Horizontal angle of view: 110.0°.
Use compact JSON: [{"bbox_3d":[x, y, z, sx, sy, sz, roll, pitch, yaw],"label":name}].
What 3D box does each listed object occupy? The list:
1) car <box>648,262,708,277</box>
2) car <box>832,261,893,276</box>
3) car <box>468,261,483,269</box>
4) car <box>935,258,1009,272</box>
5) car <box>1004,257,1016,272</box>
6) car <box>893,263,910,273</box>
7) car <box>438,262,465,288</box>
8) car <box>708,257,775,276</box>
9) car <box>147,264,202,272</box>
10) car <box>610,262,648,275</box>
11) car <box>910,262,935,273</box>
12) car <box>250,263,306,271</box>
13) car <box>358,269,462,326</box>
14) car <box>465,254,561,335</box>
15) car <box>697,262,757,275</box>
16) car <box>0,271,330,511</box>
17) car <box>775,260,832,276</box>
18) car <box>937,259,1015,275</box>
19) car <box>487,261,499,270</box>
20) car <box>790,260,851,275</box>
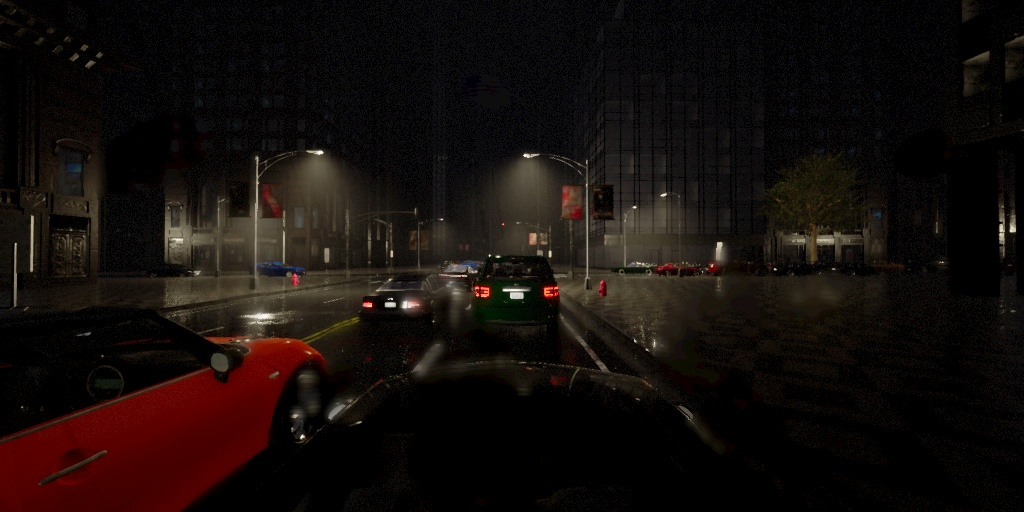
[{"bbox_3d":[15.370,1.327,33.330,4.207,1.307,1.802,0,0,-1],"label":"car"},{"bbox_3d":[32.283,1.260,33.563,4.313,1.339,1.948,0,0,-1],"label":"car"},{"bbox_3d":[-6.451,1.599,64.033,2.033,1.411,5.357,0,0,1],"label":"car"},{"bbox_3d":[46.584,1.198,36.337,4.892,1.490,1.837,0,-1,-1],"label":"car"},{"bbox_3d":[49.198,0.973,33.797,5.009,1.841,2.192,0,0,-1],"label":"car"},{"bbox_3d":[43.278,1.296,42.241,4.829,1.417,1.751,0,0,-1],"label":"car"},{"bbox_3d":[-3.121,1.280,21.451,2.128,1.511,4.902,0,0,0],"label":"car"},{"bbox_3d":[21.008,1.041,33.408,5.009,1.841,2.192,0,0,-1],"label":"car"},{"bbox_3d":[-33.303,1.502,35.451,4.674,1.442,1.812,0,-1,0],"label":"car"},{"bbox_3d":[13.214,1.422,39.075,4.718,1.301,1.895,0,-1,0],"label":"car"},{"bbox_3d":[49.087,1.326,42.321,4.313,1.339,1.948,0,0,-1],"label":"car"},{"bbox_3d":[-23.038,1.407,35.427,5.008,1.535,1.882,0,-1,0],"label":"car"},{"bbox_3d":[-3.120,1.307,11.714,2.033,1.411,5.357,0,0,0],"label":"car"},{"bbox_3d":[0.115,0.979,10.630,2.150,2.045,5.566,0,0,0],"label":"car"},{"bbox_3d":[23.464,1.335,39.222,5.357,1.411,2.033,0,-1,-1],"label":"car"},{"bbox_3d":[-3.147,1.102,2.303,2.097,1.767,4.553,0,0,0],"label":"car"},{"bbox_3d":[26.646,1.276,33.485,4.313,1.339,1.948,0,0,-1],"label":"car"},{"bbox_3d":[43.559,1.214,33.720,4.507,1.381,1.888,0,0,-1],"label":"car"},{"bbox_3d":[-3.060,1.540,58.880,1.812,1.442,4.674,0,0,0],"label":"car"},{"bbox_3d":[33.766,1.251,39.348,4.902,1.511,2.128,0,-1,-1],"label":"car"}]
